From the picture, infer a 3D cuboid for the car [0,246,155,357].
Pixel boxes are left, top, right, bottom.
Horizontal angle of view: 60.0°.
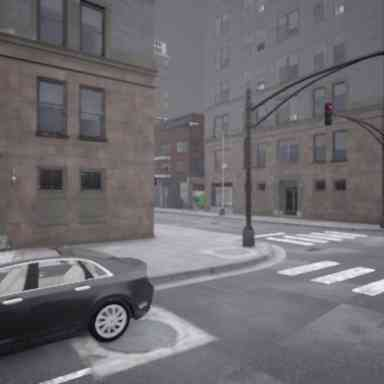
[{"bbox_3d":[-2.677,1.550,4.855,4.403,1.369,2.008,0,0,-36],"label":"car"}]
